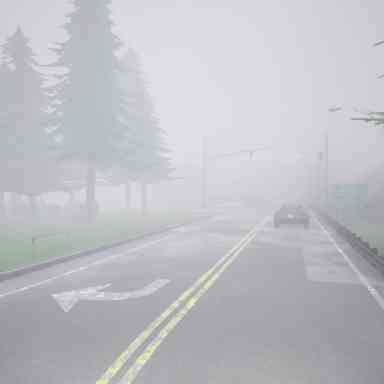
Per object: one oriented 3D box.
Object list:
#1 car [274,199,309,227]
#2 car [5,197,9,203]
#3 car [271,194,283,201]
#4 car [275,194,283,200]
[{"bbox_3d":[6.287,1.367,20.998,1.994,1.385,4.181,0,0,17],"label":"car"},{"bbox_3d":[-32.443,1.190,52.885,5.566,2.045,2.150,0,0,25],"label":"car"},{"bbox_3d":[18.969,1.304,74.866,1.837,1.490,4.892,0,0,17],"label":"car"},{"bbox_3d":[23.512,1.324,89.775,2.128,1.511,4.902,0,0,17],"label":"car"}]
